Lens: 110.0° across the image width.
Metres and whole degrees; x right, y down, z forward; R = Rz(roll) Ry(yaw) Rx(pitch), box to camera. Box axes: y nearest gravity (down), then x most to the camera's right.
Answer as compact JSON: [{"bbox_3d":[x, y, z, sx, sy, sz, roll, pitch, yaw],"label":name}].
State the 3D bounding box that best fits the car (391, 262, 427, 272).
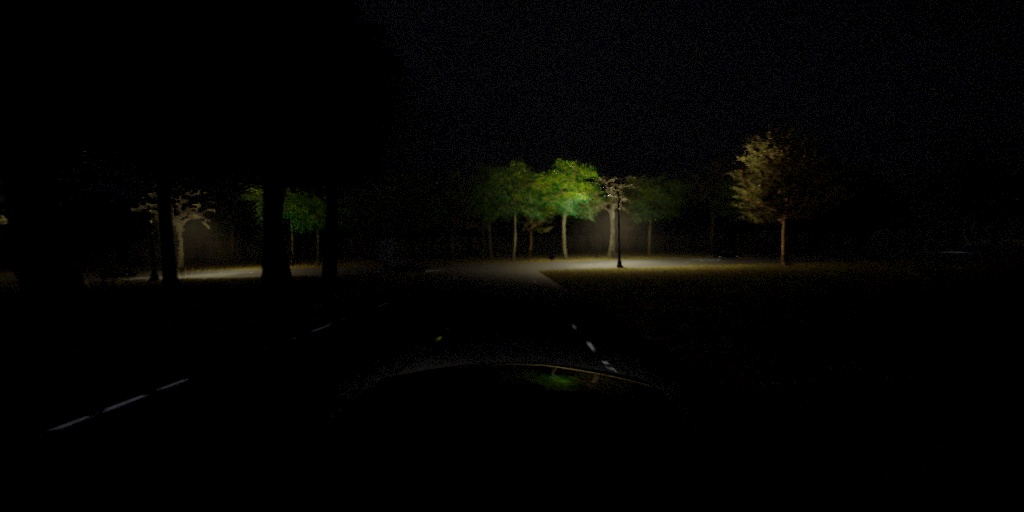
[{"bbox_3d":[-16.076,1.664,56.082,5.357,1.411,2.033,-1,3,0],"label":"car"}]
